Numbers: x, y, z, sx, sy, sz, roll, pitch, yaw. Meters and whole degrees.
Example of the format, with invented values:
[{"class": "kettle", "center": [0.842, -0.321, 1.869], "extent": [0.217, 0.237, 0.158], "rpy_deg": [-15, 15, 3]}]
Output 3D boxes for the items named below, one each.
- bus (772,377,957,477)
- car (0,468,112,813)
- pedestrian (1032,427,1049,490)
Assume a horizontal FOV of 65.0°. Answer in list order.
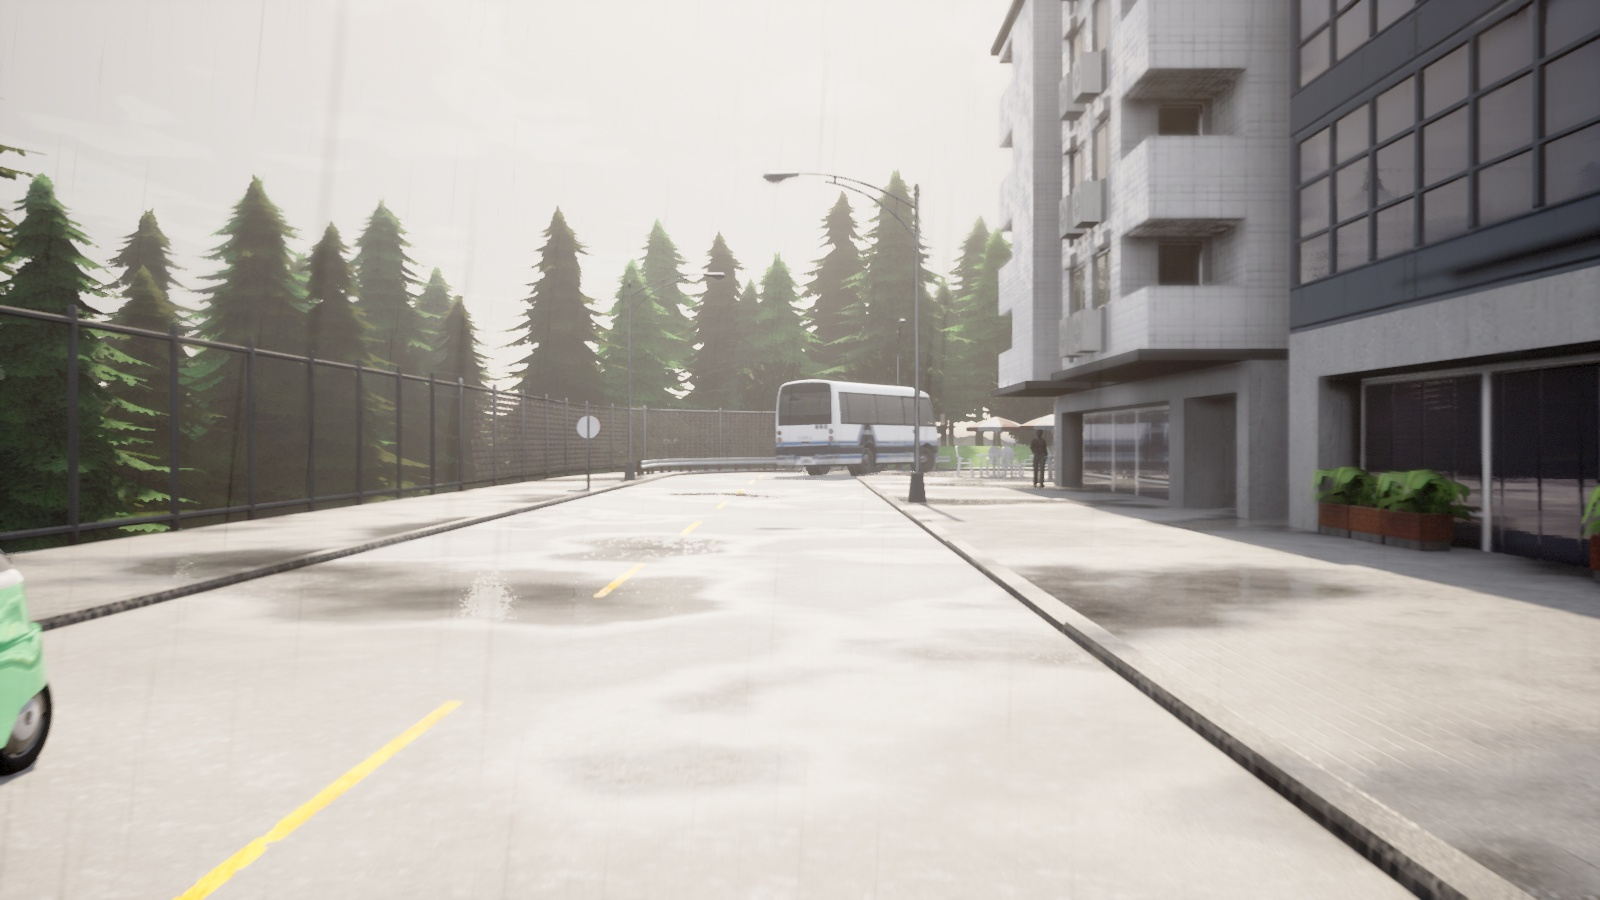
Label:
[{"class": "bus", "center": [3.271, -0.959, 59.137], "extent": [3.944, 4.253, 10.273], "rpy_deg": [-1, -1, 34]}, {"class": "car", "center": [-3.956, 0.771, 4.758], "extent": [1.481, 1.376, 2.207], "rpy_deg": [0, 0, 0]}, {"class": "pedestrian", "center": [7.485, 0.261, 39.159], "extent": [0.402, 1.930, 0.666], "rpy_deg": [0, 0, 0]}]
